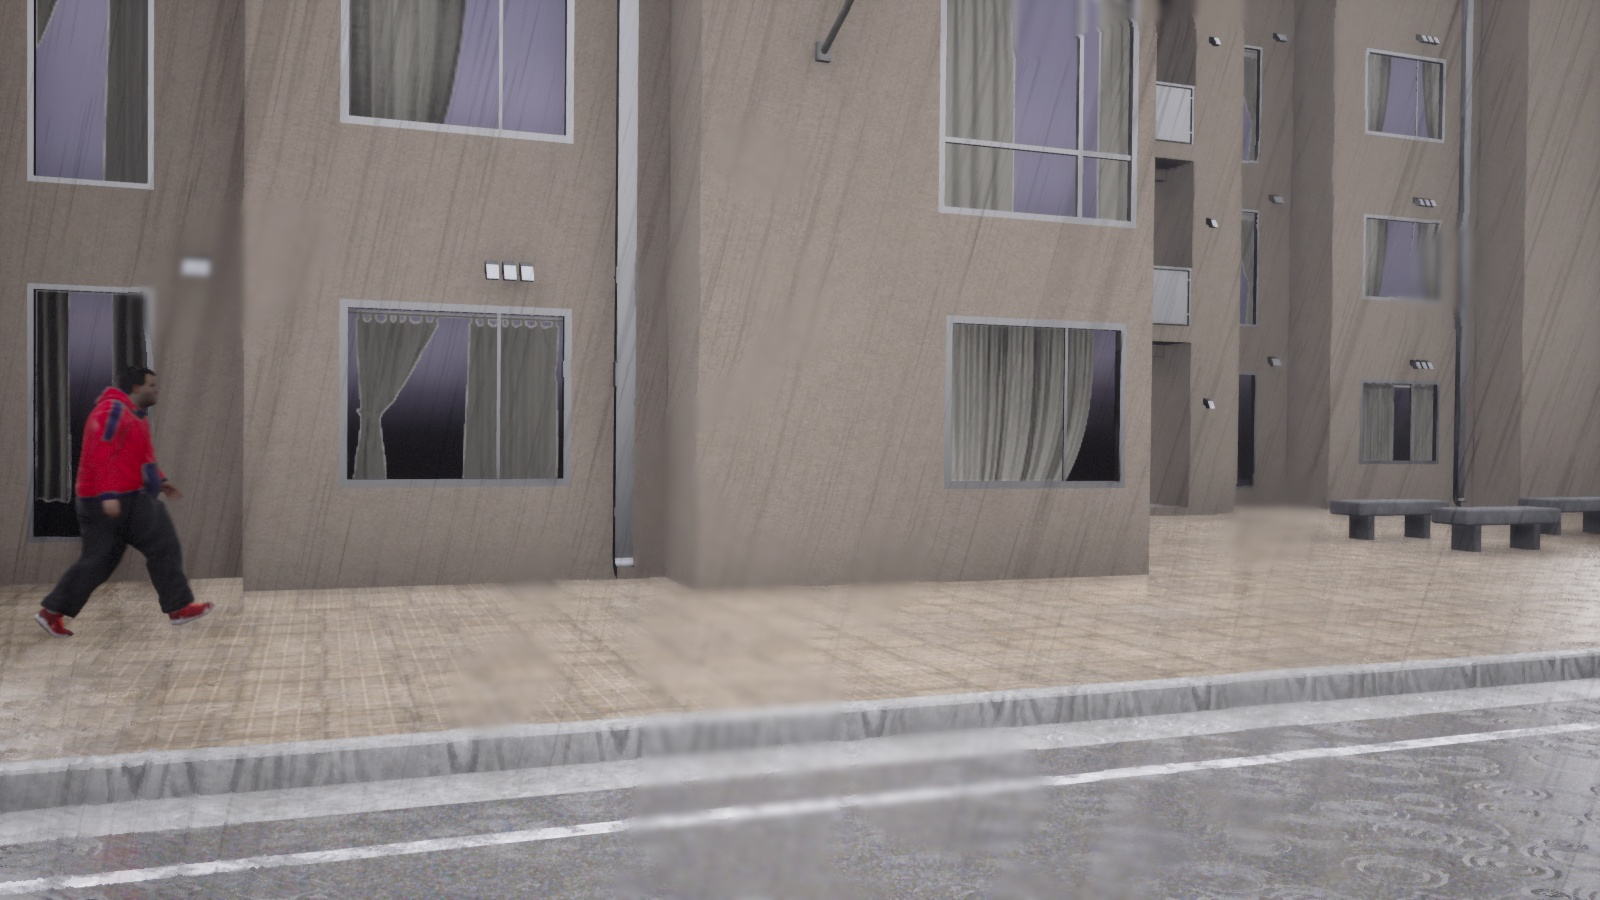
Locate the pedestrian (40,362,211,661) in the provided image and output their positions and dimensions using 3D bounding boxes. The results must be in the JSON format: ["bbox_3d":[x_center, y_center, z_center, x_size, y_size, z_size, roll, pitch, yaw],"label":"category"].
[{"bbox_3d":[-4.383,0.370,8.219,0.899,1.844,0.634,-1,1,-23],"label":"pedestrian"}]
